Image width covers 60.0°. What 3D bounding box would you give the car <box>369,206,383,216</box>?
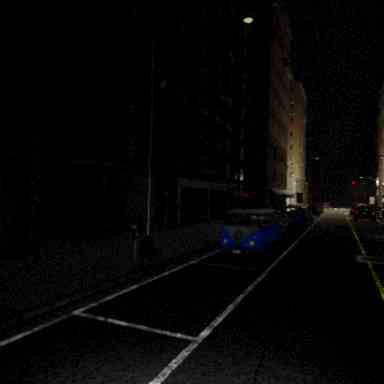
[{"bbox_3d":[27.868,2.876,50.022,1.947,1.339,4.313,1,-1,24],"label":"car"}]

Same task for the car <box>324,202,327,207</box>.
[{"bbox_3d":[20.071,2.560,53.459,1.967,1.590,4.097,1,-1,24],"label":"car"}]

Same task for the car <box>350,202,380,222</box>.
[{"bbox_3d":[18.746,2.256,36.276,2.097,1.767,4.553,1,-1,24],"label":"car"}]

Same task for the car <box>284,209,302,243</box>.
[{"bbox_3d":[4.569,1.864,18.213,2.008,1.369,4.403,1,-1,24],"label":"car"}]

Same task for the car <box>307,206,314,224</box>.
[{"bbox_3d":[8.997,2.108,28.283,1.947,1.339,4.313,1,-1,24],"label":"car"}]

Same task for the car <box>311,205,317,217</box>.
[{"bbox_3d":[11.211,2.239,33.318,1.802,1.307,4.206,1,-1,24],"label":"car"}]

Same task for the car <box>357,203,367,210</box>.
[{"bbox_3d":[42.829,3.565,83.954,1.967,1.590,4.097,1,-1,24],"label":"car"}]

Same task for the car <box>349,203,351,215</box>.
[{"bbox_3d":[23.446,2.715,47.058,1.994,1.385,4.181,1,-1,24],"label":"car"}]

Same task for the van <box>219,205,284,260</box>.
[{"bbox_3d":[2.361,1.540,13.182,1.690,1.788,3.998,1,-1,24],"label":"van"}]

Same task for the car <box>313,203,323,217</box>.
[{"bbox_3d":[15.640,2.453,43.387,1.947,1.339,4.313,1,-1,24],"label":"car"}]

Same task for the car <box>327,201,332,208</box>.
[{"bbox_3d":[35.030,3.517,87.399,1.802,1.307,4.206,1,-1,24],"label":"car"}]

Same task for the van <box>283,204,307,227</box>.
[{"bbox_3d":[6.789,1.768,23.250,1.690,1.788,3.998,1,-1,24],"label":"van"}]

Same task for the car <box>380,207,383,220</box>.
[{"bbox_3d":[23.440,2.628,39.953,2.008,1.369,4.403,1,-1,24],"label":"car"}]
